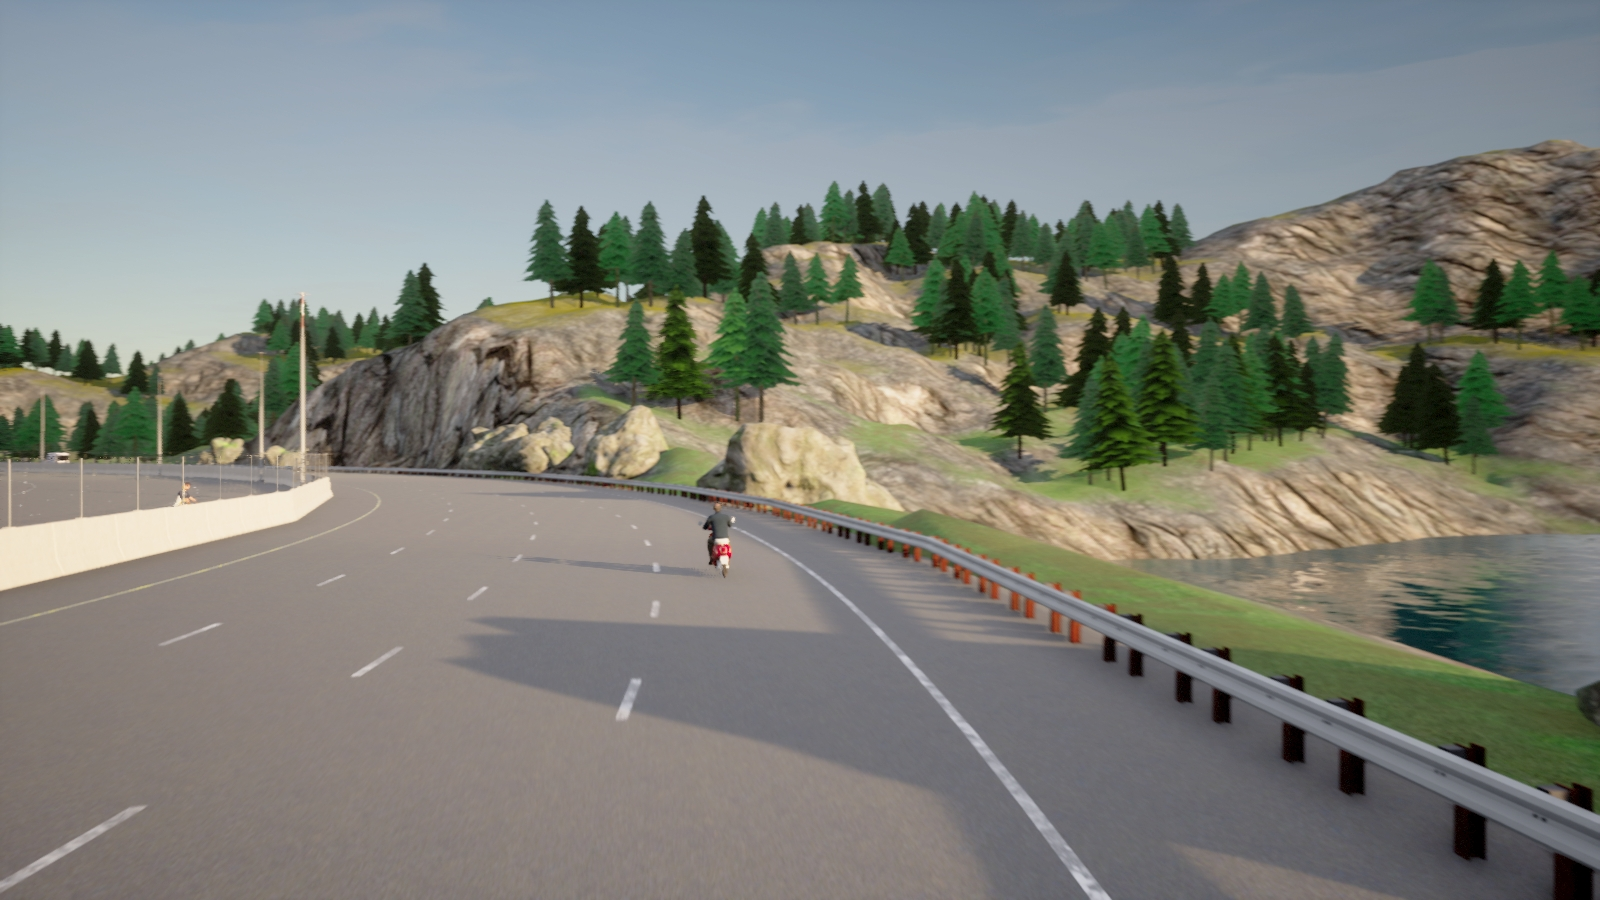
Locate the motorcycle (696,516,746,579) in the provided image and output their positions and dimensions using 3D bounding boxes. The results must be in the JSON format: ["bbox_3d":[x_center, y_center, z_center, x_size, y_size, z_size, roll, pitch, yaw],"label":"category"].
[{"bbox_3d":[-1.806,2.186,25.915,0.856,1.236,1.805,-3,1,-11],"label":"motorcycle"}]

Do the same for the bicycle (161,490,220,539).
[{"bbox_3d":[-19.670,2.085,36.887,1.643,1.514,0.373,-2,-4,-8],"label":"bicycle"}]
